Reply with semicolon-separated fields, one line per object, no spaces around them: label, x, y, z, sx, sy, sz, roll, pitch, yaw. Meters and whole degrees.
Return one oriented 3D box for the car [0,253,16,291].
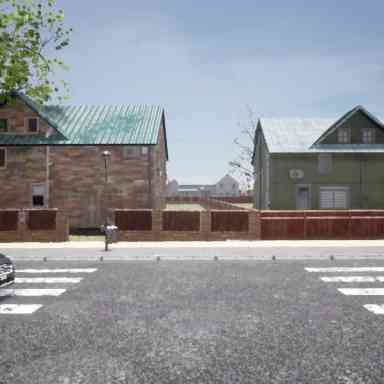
car;-6.378;1.574;7.062;4.892;1.490;1.837;-1;-1;1
